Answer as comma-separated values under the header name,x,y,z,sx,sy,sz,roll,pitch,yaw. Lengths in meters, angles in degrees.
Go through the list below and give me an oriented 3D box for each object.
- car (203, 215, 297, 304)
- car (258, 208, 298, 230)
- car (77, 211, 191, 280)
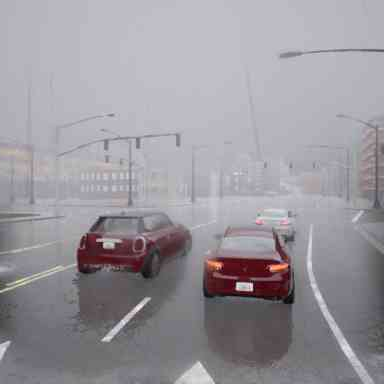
name,x,y,z,sx,sy,sz,roll,pitch,yaw
car,1.465,1.526,8.175,1.812,1.442,4.674,0,0,13
car,4.215,1.526,16.604,1.812,1.442,4.674,0,0,20
car,-1.506,1.351,10.315,2.097,1.767,4.553,0,0,15
